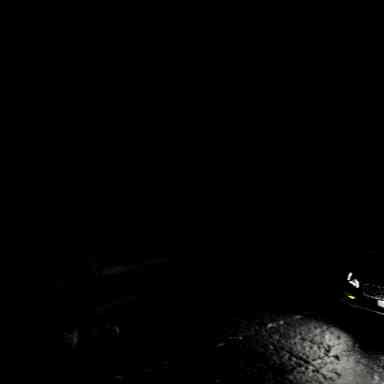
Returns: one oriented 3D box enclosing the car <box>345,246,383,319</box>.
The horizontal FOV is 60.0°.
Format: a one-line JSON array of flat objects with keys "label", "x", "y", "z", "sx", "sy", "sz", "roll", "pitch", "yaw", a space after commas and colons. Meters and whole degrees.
[{"label": "car", "x": 4.994, "y": 1.511, "z": 6.628, "sx": 4.892, "sy": 1.490, "sz": 1.837, "roll": 0, "pitch": 0, "yaw": -35}]
